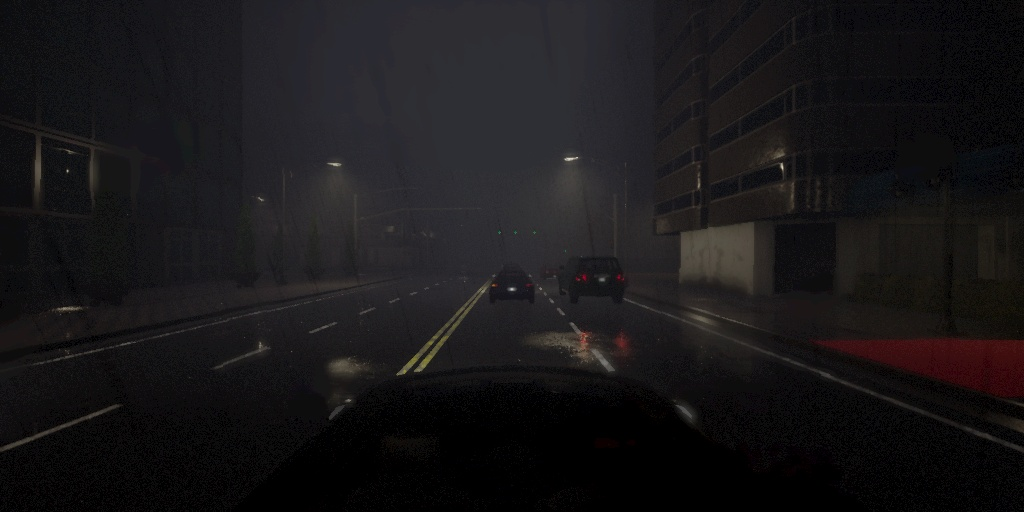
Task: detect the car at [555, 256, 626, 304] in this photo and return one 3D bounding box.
[{"bbox_3d":[3.500,1.007,16.530,2.150,2.045,5.566,0,0,0],"label":"car"}]

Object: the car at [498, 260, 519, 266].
[{"bbox_3d":[0.000,1.321,31.500,1.994,1.385,4.181,0,0,0],"label":"car"}]

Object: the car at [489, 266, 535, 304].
[{"bbox_3d":[0.000,1.321,16.500,1.994,1.385,4.181,0,0,0],"label":"car"}]

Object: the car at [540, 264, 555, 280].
[{"bbox_3d":[3.500,1.365,31.530,1.895,1.301,4.718,0,0,0],"label":"car"}]
